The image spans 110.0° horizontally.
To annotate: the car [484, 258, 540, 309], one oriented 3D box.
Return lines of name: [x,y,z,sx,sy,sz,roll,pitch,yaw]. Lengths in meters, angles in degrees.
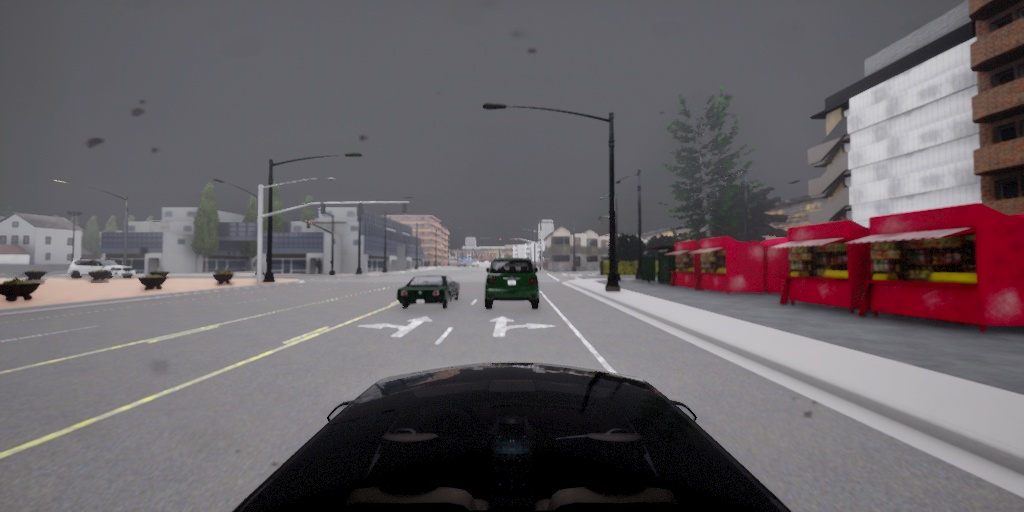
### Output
car: [-0.003,1.102,15.856,2.150,2.045,5.566,0,0,0]

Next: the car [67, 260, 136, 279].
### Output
car: [-43.350,1.412,37.917,5.566,2.045,2.150,0,-1,1]

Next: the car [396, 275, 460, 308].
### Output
car: [-3.502,1.487,15.967,1.895,1.301,4.718,0,-1,0]
